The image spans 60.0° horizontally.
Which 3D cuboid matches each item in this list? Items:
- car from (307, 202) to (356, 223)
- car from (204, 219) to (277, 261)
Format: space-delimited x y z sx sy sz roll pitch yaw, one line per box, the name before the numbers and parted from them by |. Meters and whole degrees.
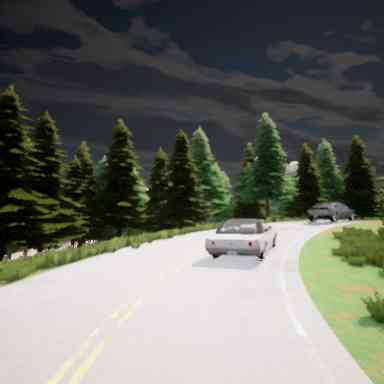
car | 10.512 1.524 24.888 4.902 1.511 2.128 1 -5 -40
car | 2.081 1.669 12.686 1.895 1.301 4.718 -2 -1 21
